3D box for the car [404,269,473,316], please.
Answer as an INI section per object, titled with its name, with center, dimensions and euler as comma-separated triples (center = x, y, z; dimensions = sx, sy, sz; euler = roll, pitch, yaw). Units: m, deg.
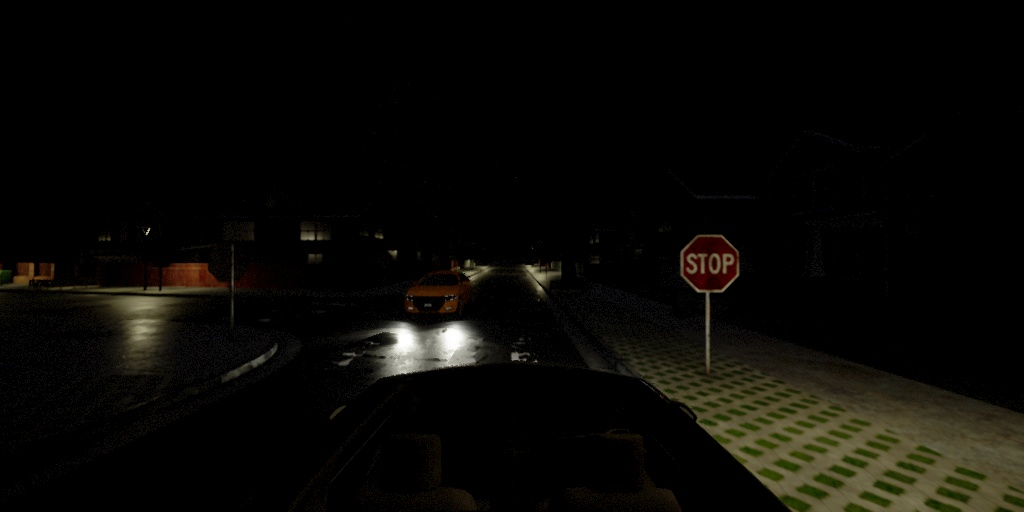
[car]
center = -2.666, 1.316, 13.946
dimensions = 1.882, 1.535, 5.008
euler = 0, 0, 0
